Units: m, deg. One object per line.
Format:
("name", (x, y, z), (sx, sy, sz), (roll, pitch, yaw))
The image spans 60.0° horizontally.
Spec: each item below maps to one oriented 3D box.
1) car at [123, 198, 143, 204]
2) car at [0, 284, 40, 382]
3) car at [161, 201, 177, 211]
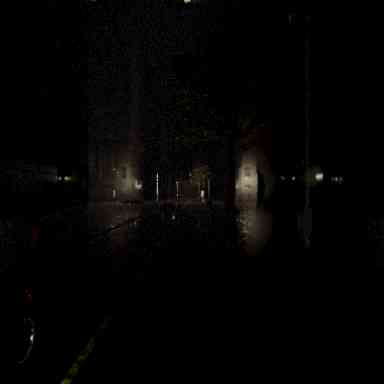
("car", (-12.588, 1.964, 71.102), (4.181, 1.385, 1.994), (0, 0, 0))
("car", (-3.098, 1.580, 2.921), (1.994, 1.385, 4.181), (0, 0, 0))
("car", (-3.087, 1.885, 44.877), (1.895, 1.301, 4.718), (0, 0, 0))
